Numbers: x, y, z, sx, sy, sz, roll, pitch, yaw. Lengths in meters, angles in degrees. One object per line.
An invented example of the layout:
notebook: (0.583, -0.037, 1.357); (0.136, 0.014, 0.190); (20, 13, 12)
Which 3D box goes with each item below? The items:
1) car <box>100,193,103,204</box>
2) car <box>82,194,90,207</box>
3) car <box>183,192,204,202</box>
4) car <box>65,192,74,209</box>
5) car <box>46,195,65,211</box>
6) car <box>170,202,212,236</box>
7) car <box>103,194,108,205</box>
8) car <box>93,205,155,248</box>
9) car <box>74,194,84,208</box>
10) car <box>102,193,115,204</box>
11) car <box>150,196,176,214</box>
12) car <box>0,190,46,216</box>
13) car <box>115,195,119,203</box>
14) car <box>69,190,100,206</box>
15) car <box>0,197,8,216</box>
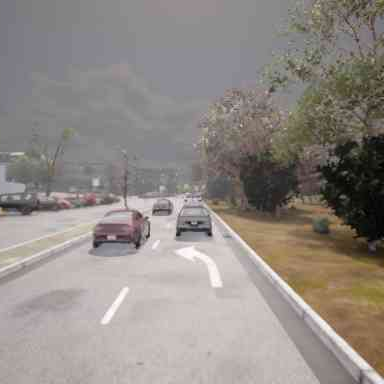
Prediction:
car: (-16.970, 1.423, 51.548); (5.366, 1.575, 1.946); (-1, 0, -20)
car: (-16.829, 1.435, 45.594); (4.792, 1.488, 2.163); (-1, 0, -20)
car: (0.095, 1.119, 38.895); (2.150, 2.045, 5.566); (0, 0, 0)
car: (-16.840, 1.268, 39.600); (4.553, 1.767, 2.185); (-1, 0, -20)
car: (-16.779, 1.263, 36.614); (4.553, 1.767, 2.185); (-1, 0, -20)
car: (0.097, 1.477, 17.977); (2.033, 1.411, 5.357); (0, 0, 0)
car: (-16.781, 1.473, 54.615); (4.674, 1.452, 2.002); (-1, 0, -20)
car: (-2.902, 1.472, 14.332); (1.812, 1.442, 4.674); (0, 0, 0)
car: (-16.812, 1.400, 42.610); (4.892, 1.521, 2.231); (-1, 0, -20)
car: (-16.802, 1.191, 57.612); (5.566, 2.045, 2.435); (-1, 0, -20)
car: (-2.904, 1.443, 33.697); (2.033, 1.411, 5.357); (0, 0, 0)
car: (-16.838, 1.138, 30.587); (5.566, 2.045, 2.435); (-1, 0, -20)
car: (-16.731, 1.200, 60.648); (5.566, 2.045, 2.435); (-1, 0, -20)
car: (-16.830, 1.163, 48.598); (5.566, 2.045, 2.435); (-1, 0, -20)
car: (-16.987, 1.400, 24.537); (5.366, 1.575, 1.946); (-1, 0, -20)
